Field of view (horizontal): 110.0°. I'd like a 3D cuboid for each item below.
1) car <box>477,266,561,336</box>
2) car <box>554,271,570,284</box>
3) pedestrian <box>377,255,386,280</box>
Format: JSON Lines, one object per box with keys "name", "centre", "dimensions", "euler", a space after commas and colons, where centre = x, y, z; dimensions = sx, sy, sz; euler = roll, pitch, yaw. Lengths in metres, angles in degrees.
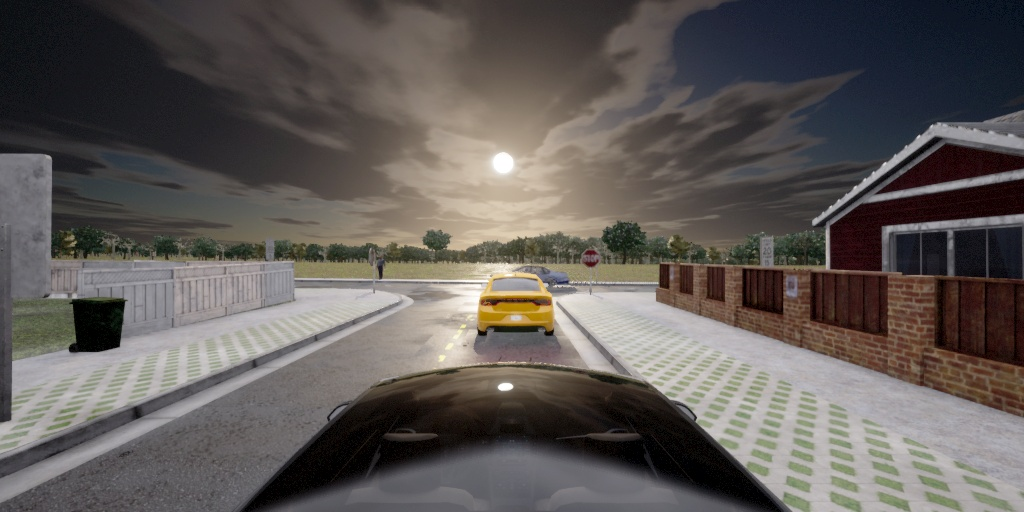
{"name": "car", "centre": [0.092, 1.230, 10.468], "dimensions": [1.882, 1.535, 5.008], "euler": [0, 0, 0]}
{"name": "car", "centre": [1.071, 1.343, 23.742], "dimensions": [5.357, 1.411, 2.033], "euler": [1, 0, 0]}
{"name": "pedestrian", "centre": [-9.721, 0.822, 26.577], "dimensions": [0.375, 1.860, 0.375], "euler": [0, -1, 0]}
